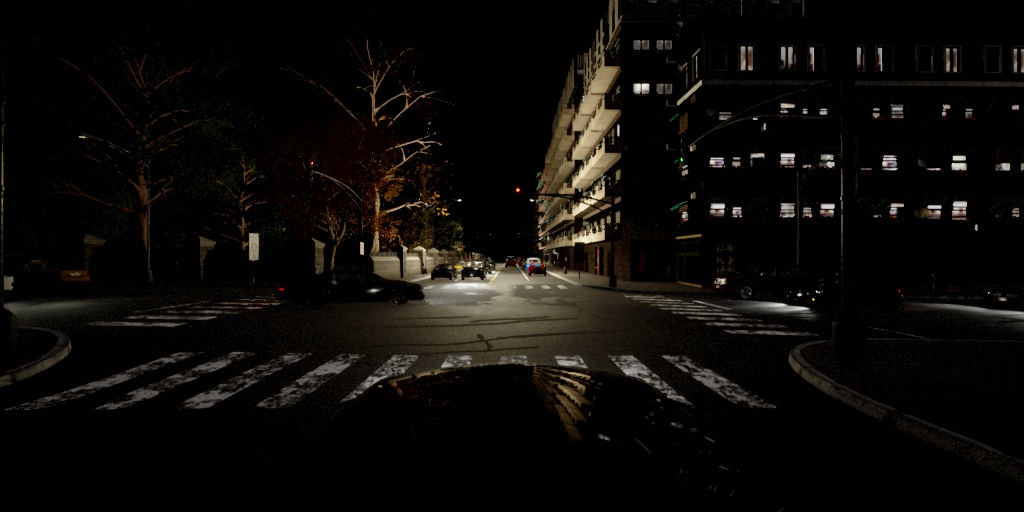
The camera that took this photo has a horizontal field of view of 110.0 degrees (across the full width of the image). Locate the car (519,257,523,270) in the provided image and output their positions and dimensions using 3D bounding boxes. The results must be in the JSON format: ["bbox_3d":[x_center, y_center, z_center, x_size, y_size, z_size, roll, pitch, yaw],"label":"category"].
[{"bbox_3d":[2.447,1.229,53.783,1.967,1.591,4.097,0,0,0],"label":"car"}]

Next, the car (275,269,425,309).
[{"bbox_3d":[-6.359,1.249,14.554,5.357,1.411,2.033,2,1,-23],"label":"car"}]

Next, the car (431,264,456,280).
[{"bbox_3d":[-5.827,1.330,31.223,1.948,1.339,4.313,0,0,0],"label":"car"}]

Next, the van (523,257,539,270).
[{"bbox_3d":[2.500,1.115,42.523,1.690,1.789,3.998,0,0,0],"label":"van"}]

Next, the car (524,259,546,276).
[{"bbox_3d":[2.527,1.314,36.893,1.888,1.381,4.507,0,0,0],"label":"car"}]

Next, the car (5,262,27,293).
[{"bbox_3d":[-21.550,0.613,12.688,5.566,2.045,2.150,1,0,-1],"label":"car"}]

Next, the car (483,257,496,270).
[{"bbox_3d":[-3.323,1.278,51.763,2.128,1.511,4.902,0,0,0],"label":"car"}]

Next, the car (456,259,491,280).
[{"bbox_3d":[-3.230,1.255,31.052,2.128,1.511,4.902,0,0,0],"label":"car"}]

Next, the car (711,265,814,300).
[{"bbox_3d":[13.371,1.353,18.973,5.009,1.841,2.192,0,0,-1],"label":"car"}]

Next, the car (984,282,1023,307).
[{"bbox_3d":[24.950,1.764,16.555,4.674,1.442,1.812,1,0,-1],"label":"car"}]

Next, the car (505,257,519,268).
[{"bbox_3d":[-0.183,1.328,61.737,1.812,1.442,4.674,0,0,0],"label":"car"}]

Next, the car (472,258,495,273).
[{"bbox_3d":[-3.280,1.278,41.351,1.837,1.490,4.892,0,0,0],"label":"car"}]

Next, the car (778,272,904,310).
[{"bbox_3d":[15.113,1.624,16.410,4.181,1.385,1.994,1,0,-1],"label":"car"}]

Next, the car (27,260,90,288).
[{"bbox_3d":[-24.819,0.882,18.428,4.829,1.417,1.751,0,0,-1],"label":"car"}]
